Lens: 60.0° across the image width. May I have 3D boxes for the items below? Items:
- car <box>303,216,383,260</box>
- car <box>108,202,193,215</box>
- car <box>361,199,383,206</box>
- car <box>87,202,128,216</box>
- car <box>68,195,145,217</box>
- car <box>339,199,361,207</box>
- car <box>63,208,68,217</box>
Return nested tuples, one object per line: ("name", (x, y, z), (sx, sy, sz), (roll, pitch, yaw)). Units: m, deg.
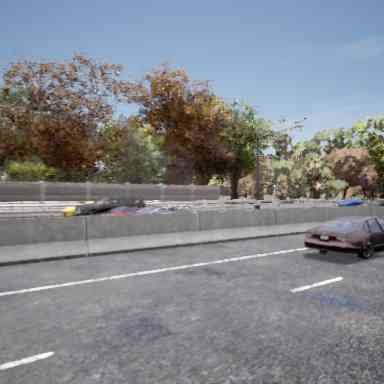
("car", (6.580, 1.626, 12.858), (5.357, 1.411, 2.033), (0, 0, -35))
("car", (-2.089, 1.553, 19.690), (4.902, 1.511, 2.128), (0, 0, -35))
("car", (27.754, 1.824, 49.493), (4.892, 1.490, 1.837), (0, 0, -35))
("car", (-4.487, 1.623, 22.278), (4.181, 1.385, 1.994), (0, 0, -35))
("car", (-6.119, 1.284, 25.412), (5.566, 2.045, 2.150), (0, 0, -35))
("car", (24.771, 1.787, 51.638), (5.008, 1.535, 1.882), (0, 0, -34))
("car", (-8.287, 1.540, 28.164), (5.008, 1.535, 1.882), (0, 0, -35))
